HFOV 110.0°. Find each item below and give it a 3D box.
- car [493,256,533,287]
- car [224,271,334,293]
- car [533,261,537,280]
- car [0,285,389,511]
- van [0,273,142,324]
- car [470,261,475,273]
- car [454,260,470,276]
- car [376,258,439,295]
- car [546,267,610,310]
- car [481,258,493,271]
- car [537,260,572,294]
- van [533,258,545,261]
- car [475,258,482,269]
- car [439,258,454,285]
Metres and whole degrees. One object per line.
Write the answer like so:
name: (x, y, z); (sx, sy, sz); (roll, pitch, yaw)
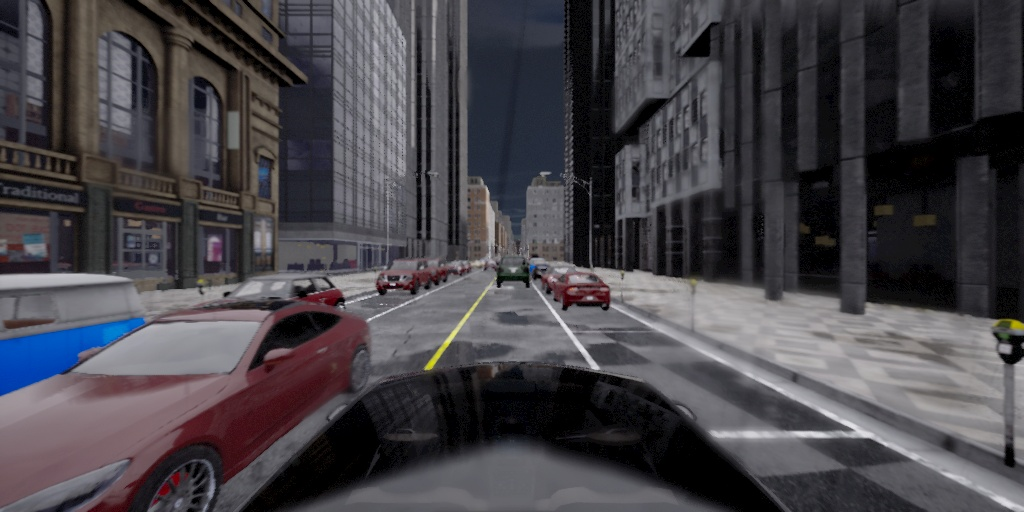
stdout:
car: (0.091, 0.997, 24.605); (2.150, 2.045, 5.566); (0, 0, 0)
car: (-5.859, 1.198, 8.875); (1.967, 1.591, 4.097); (0, 0, 0)
car: (2.665, 1.349, 31.418); (1.948, 1.339, 4.313); (0, 0, 0)
car: (-3.100, 1.278, 3.945); (1.812, 1.442, 4.674); (0, 0, 0)
van: (-5.858, 1.093, 3.235); (1.690, 1.789, 3.998); (0, 0, 0)
car: (-5.861, 1.248, 42.710); (1.967, 1.591, 4.097); (0, 0, 0)
car: (-5.861, 1.235, 37.072); (1.967, 1.591, 4.097); (0, 0, 0)
car: (-5.859, 1.084, 20.154); (2.192, 1.841, 5.009); (0, 0, 0)
car: (2.667, 1.308, 14.502); (1.888, 1.381, 4.507); (0, 0, 0)
car: (-3.007, 1.362, 51.552); (1.812, 1.442, 4.674); (0, 0, 0)
car: (2.666, 1.209, 20.141); (1.967, 1.591, 4.097); (0, 0, 0)
van: (2.665, 1.135, 37.056); (1.690, 1.789, 3.998); (0, 0, 0)
car: (-5.867, 1.388, 59.422); (1.751, 1.417, 4.829); (0, 0, 1)
car: (-5.860, 1.091, 25.793); (2.192, 1.841, 5.009); (0, 0, 0)
